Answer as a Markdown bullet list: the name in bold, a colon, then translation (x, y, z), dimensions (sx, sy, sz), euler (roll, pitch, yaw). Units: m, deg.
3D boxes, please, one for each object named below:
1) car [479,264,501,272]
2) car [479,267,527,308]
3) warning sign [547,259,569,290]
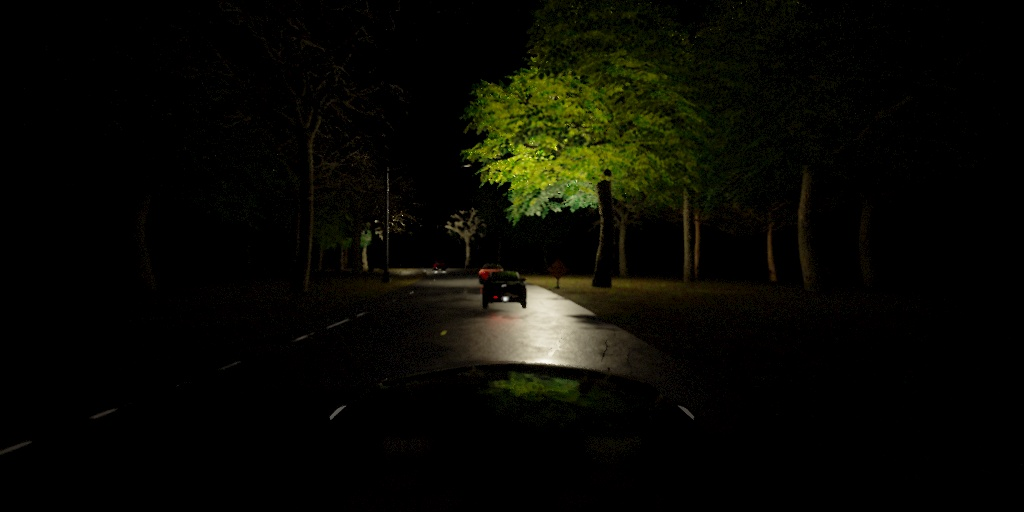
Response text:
- **car**: translation (-1.767, 1.451, 31.093), dimensions (2.097, 1.767, 4.553), euler (0, -1, -7)
- **car**: translation (-0.390, 1.415, 16.274), dimensions (1.837, 1.490, 4.892), euler (0, 0, -3)
- **warning sign**: translation (2.780, 1.087, 21.708), dimensions (1.300, 1.860, 1.060), euler (0, 0, -5)
